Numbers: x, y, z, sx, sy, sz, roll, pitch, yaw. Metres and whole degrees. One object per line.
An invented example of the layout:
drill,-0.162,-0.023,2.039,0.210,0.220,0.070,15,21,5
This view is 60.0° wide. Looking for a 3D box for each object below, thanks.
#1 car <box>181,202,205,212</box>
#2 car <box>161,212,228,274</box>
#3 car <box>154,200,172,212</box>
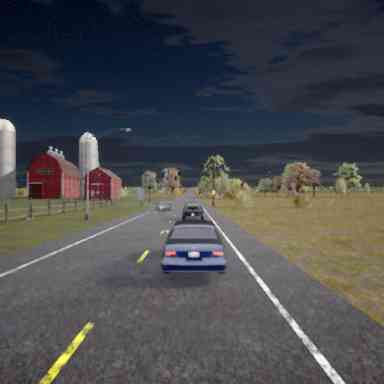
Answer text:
car,0.084,1.670,30.614,1.837,1.490,4.892,0,0,0
car,0.066,1.609,10.769,2.033,1.411,5.357,0,0,0
car,-3.592,1.713,41.711,2.128,1.511,4.902,0,0,0
